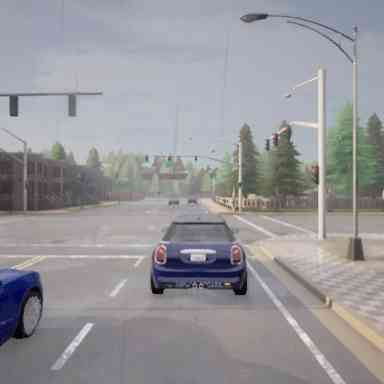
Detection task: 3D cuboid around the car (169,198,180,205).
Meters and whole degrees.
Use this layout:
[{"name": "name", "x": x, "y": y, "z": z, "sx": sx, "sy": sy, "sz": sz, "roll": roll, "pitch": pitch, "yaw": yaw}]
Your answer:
[{"name": "car", "x": -3.339, "y": 1.823, "z": 63.064, "sx": 1.895, "sy": 1.301, "sz": 4.718, "roll": 0, "pitch": 0, "yaw": 0}]

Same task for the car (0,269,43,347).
[{"name": "car", "x": -3.432, "y": 1.491, "z": 3.580, "sx": 1.882, "sy": 1.535, "sz": 5.008, "roll": 0, "pitch": 0, "yaw": 0}]

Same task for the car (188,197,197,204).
[{"name": "car", "x": 0.065, "y": 1.745, "z": 68.122, "sx": 1.837, "sy": 1.490, "sz": 4.892, "roll": 0, "pitch": 0, "yaw": 0}]

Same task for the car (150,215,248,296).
[{"name": "car", "x": 0.212, "y": 1.383, "z": 8.966, "sx": 2.097, "sy": 1.767, "sz": 4.553, "roll": 0, "pitch": 0, "yaw": 2}]
